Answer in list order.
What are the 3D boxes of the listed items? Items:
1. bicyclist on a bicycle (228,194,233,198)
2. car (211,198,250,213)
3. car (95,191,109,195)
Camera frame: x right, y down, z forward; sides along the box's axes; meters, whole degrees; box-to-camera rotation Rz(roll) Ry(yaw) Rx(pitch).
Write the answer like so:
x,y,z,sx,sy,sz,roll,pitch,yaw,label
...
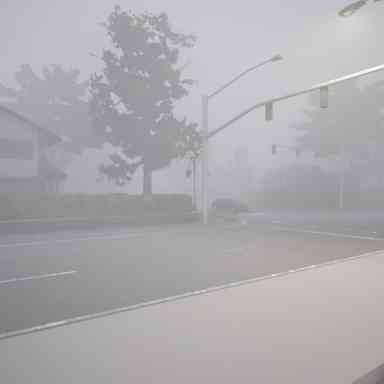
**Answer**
x,y,z,sx,sy,sz,roll,pitch,yaw,label
5.873,1.176,51.054,1.656,1.620,0.582,0,0,-36,bicyclist on a bicycle
4.102,1.414,35.762,1.837,1.490,4.892,0,1,-36,car
-20.439,0.855,75.225,2.150,2.045,5.566,0,0,-36,car
